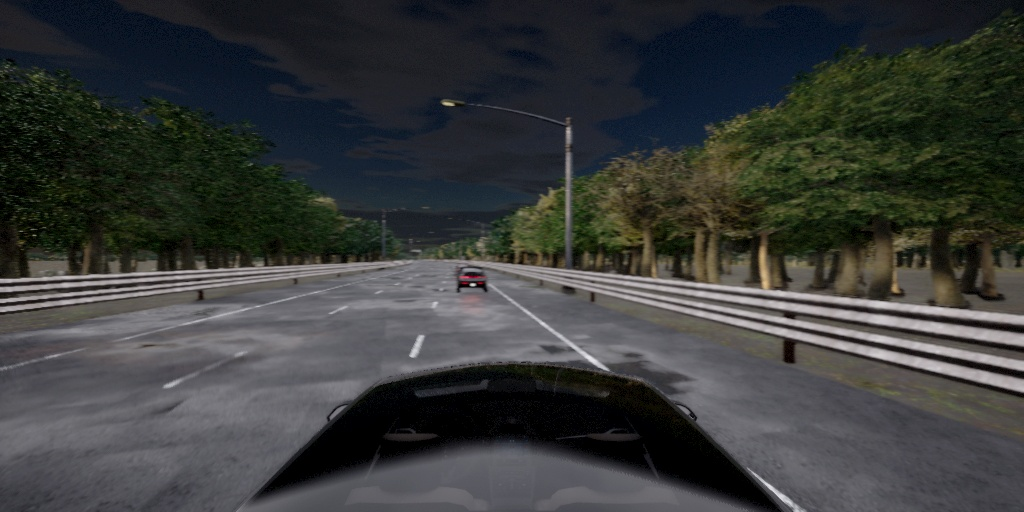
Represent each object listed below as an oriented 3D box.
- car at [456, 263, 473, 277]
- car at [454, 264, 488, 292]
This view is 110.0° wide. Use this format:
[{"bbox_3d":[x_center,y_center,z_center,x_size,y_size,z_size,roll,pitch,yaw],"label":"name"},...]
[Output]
[{"bbox_3d":[-5.365,1.561,40.163,1.812,1.442,4.674,0,0,-9],"label":"car"},{"bbox_3d":[-2.609,1.409,22.884,1.837,1.490,4.892,0,-1,-9],"label":"car"}]
